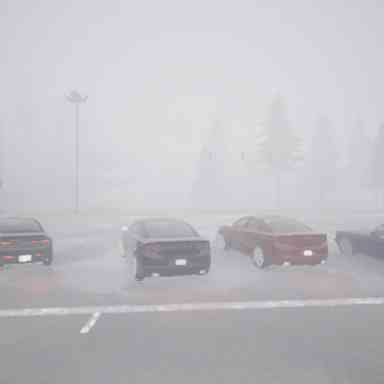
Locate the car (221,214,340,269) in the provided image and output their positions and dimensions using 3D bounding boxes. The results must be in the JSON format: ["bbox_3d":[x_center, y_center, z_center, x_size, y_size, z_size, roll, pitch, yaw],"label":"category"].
[{"bbox_3d":[2.447,1.493,11.417,1.882,1.535,5.008,1,0,-17],"label":"car"}]

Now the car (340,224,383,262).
[{"bbox_3d":[6.519,1.615,10.297,1.895,1.301,4.718,0,0,-10],"label":"car"}]

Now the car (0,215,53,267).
[{"bbox_3d":[-6.039,1.521,10.814,1.837,1.490,4.892,3,-2,-40],"label":"car"}]

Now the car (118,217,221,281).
[{"bbox_3d":[-1.038,1.491,10.172,1.882,1.535,5.008,1,0,-18],"label":"car"}]
